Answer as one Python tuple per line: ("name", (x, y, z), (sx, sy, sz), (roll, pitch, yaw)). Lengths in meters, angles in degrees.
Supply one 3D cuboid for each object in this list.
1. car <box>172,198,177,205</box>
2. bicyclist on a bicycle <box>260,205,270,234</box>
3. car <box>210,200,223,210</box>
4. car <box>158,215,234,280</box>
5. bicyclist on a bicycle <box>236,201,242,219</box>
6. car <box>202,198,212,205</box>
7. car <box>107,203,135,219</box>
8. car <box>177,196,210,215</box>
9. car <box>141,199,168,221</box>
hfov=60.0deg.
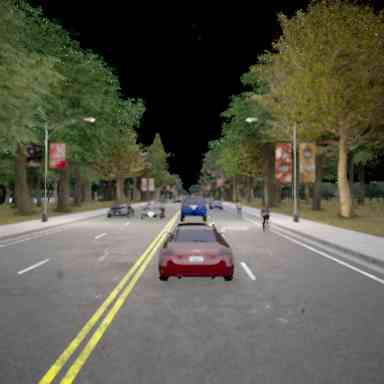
("car", (-3.157, 1.998, 70.807), (1.895, 1.301, 4.718), (0, 0, 0))
("bicyclist on a bicycle", (4.163, 1.552, 18.892), (0.582, 1.620, 1.656), (0, -1, 0))
("car", (3.411, 1.827, 48.418), (2.033, 1.411, 5.357), (0, 0, 0))
("car", (0.110, 1.614, 10.109), (1.994, 1.385, 4.181), (0, 0, 0))
("bicyclist on a bicycle", (4.177, 1.611, 29.310), (0.582, 1.620, 1.656), (0, -1, 0))
("car", (3.347, 2.021, 73.424), (1.994, 1.385, 4.181), (0, 0, 0))
("car", (-6.556, 1.722, 31.120), (1.994, 1.385, 4.181), (0, 0, 0))
("car", (0.135, 1.371, 28.640), (2.150, 2.045, 5.566), (0, 0, 0))
("car", (-3.311, 1.642, 29.248), (2.128, 1.511, 4.902), (0, 0, 0))
